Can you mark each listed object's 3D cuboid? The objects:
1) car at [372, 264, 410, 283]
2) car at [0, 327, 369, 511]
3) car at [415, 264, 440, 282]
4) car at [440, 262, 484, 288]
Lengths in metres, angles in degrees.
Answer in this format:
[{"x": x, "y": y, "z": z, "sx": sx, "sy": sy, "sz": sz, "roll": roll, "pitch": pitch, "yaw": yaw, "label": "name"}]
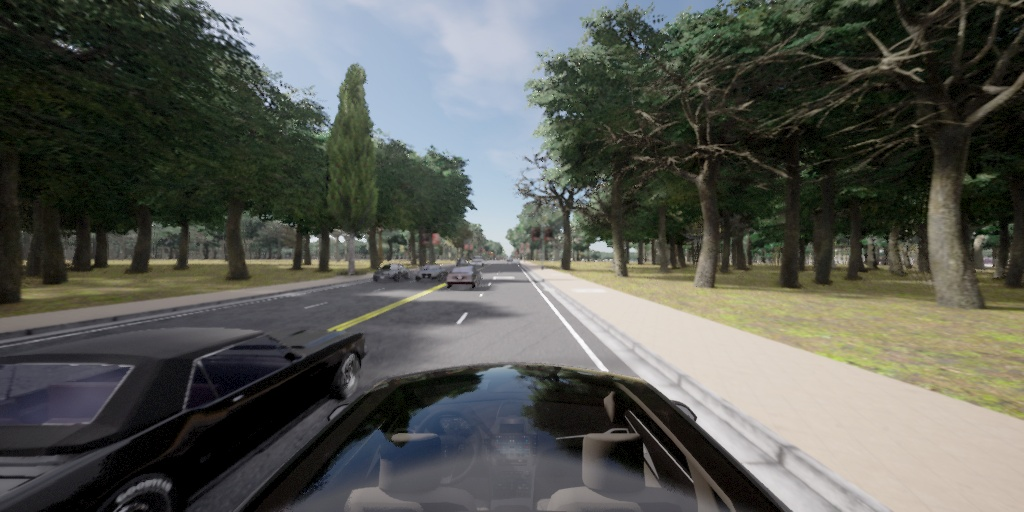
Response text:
[{"x": -9.866, "y": 1.360, "z": 29.593, "sx": 1.812, "sy": 1.442, "sz": 4.674, "roll": 0, "pitch": 0, "yaw": 0, "label": "car"}, {"x": -3.175, "y": 1.360, "z": 3.510, "sx": 1.895, "sy": 1.301, "sz": 4.718, "roll": 0, "pitch": 0, "yaw": 0, "label": "car"}, {"x": -6.615, "y": 1.397, "z": 29.732, "sx": 1.994, "sy": 1.385, "sz": 4.181, "roll": 0, "pitch": 0, "yaw": 0, "label": "car"}, {"x": -3.164, "y": 1.372, "z": 24.196, "sx": 2.033, "sy": 1.411, "sz": 5.357, "roll": 0, "pitch": 0, "yaw": 0, "label": "car"}]
